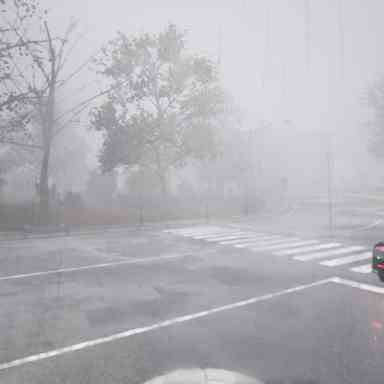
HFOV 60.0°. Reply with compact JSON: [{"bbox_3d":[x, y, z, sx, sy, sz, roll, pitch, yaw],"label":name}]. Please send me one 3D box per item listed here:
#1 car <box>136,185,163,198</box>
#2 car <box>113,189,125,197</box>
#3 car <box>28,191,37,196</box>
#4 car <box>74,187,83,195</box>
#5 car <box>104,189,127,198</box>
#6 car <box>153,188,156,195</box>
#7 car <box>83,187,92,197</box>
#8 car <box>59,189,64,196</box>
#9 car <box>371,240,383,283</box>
[{"bbox_3d":[-7.293,-0.109,57.877,2.435,2.045,5.566,-1,2,17],"label":"car"},{"bbox_3d":[-12.040,0.101,61.457,2.185,1.767,4.553,-2,2,17],"label":"car"},{"bbox_3d":[-37.638,0.101,81.830,2.097,1.535,5.008,-1,2,20],"label":"car"},{"bbox_3d":[-21.446,0.332,68.734,2.163,1.488,4.792,-1,2,18],"label":"car"},{"bbox_3d":[-14.435,0.264,63.110,1.946,1.575,5.366,-1,2,17],"label":"car"},{"bbox_3d":[-4.891,0.100,56.139,2.231,1.521,4.892,-1,2,16],"label":"car"},{"bbox_3d":[-19.093,0.171,66.955,2.185,1.767,4.553,-1,2,18],"label":"car"},{"bbox_3d":[-26.114,0.277,72.450,2.231,1.521,4.892,-1,2,18],"label":"car"},{"bbox_3d":[6.346,1.456,8.145,4.902,1.511,2.128,0,0,-34],"label":"car"}]
